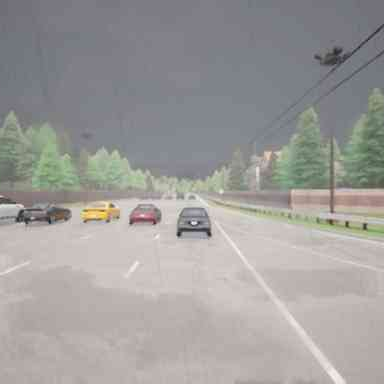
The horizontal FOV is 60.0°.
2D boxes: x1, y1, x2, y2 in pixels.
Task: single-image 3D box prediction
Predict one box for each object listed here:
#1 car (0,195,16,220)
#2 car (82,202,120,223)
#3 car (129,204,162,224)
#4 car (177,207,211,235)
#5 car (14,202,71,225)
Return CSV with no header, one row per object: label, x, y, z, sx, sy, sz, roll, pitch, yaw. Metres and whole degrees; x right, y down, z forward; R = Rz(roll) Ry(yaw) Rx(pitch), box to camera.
car,-13.891,1.247,23.303,2.150,2.045,5.566,0,0,0
car,-6.890,1.505,25.719,1.882,1.535,5.008,0,0,0
car,-3.391,1.590,24.783,1.994,1.385,4.181,0,0,0
car,0.107,1.567,18.761,2.033,1.411,5.357,0,0,0
car,-10.390,1.518,24.121,2.128,1.511,4.902,0,0,0
